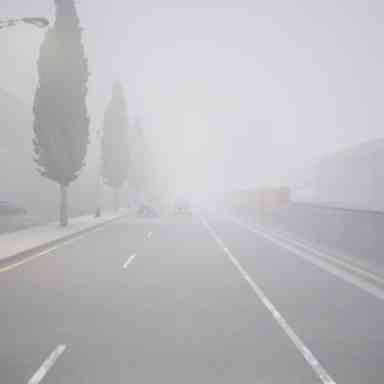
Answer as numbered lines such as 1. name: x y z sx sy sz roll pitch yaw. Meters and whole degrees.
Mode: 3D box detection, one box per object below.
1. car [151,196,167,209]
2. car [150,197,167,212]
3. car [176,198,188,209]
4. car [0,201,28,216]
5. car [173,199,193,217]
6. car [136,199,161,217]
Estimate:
1. car: -5.019 1.589 51.160 2.097 1.767 4.553 0 0 -2
2. car: -4.683 1.550 42.255 2.097 1.767 4.553 0 0 -1
3. car: -1.520 1.733 51.292 1.837 1.490 4.892 0 0 -2
4. car: -19.078 1.630 33.730 5.357 1.411 2.033 2 0 29
5. car: -0.877 1.693 32.631 2.033 1.411 5.357 0 0 -2
6. car: -4.412 1.684 33.512 1.812 1.442 4.674 0 0 -2
